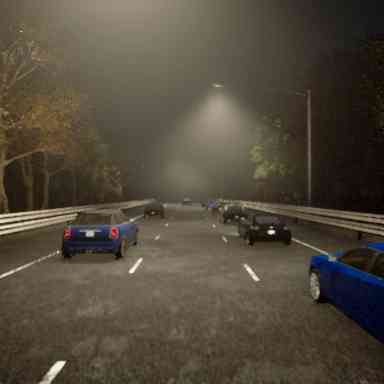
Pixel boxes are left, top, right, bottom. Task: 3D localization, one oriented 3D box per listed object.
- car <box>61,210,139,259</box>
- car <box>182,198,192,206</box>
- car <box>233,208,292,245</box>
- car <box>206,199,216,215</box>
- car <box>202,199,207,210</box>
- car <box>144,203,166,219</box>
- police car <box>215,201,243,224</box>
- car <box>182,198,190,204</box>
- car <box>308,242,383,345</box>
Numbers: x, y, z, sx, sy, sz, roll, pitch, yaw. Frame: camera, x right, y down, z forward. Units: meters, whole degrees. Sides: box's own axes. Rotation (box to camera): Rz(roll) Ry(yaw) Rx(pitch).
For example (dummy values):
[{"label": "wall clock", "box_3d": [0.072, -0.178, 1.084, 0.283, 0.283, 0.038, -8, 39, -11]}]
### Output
[{"label": "car", "box_3d": [-3.455, 1.485, 13.356, 2.097, 1.767, 4.553, 0, -1, 0]}, {"label": "car", "box_3d": [-0.992, 2.121, 69.367, 2.128, 1.511, 4.902, 0, -1, -2]}, {"label": "car", "box_3d": [3.431, 1.724, 16.420, 1.994, 1.385, 4.181, 0, -1, 0]}, {"label": "car", "box_3d": [3.175, 1.867, 38.493, 2.128, 1.511, 4.902, 0, -1, -1]}, {"label": "car", "box_3d": [2.975, 1.956, 49.529, 1.882, 1.535, 5.008, 0, -1, -1]}, {"label": "car", "box_3d": [-3.655, 1.803, 33.312, 1.882, 1.535, 5.008, 0, -1, -1]}, {"label": "police car", "box_3d": [3.325, 1.695, 27.568, 1.930, 1.638, 5.238, 0, -1, -1]}, {"label": "car", "box_3d": [-1.473, 2.227, 85.239, 1.994, 1.385, 4.181, 0, -1, -2]}, {"label": "car", "box_3d": [3.490, 1.532, 5.385, 1.882, 1.535, 5.008, 0, -1, 0]}]
